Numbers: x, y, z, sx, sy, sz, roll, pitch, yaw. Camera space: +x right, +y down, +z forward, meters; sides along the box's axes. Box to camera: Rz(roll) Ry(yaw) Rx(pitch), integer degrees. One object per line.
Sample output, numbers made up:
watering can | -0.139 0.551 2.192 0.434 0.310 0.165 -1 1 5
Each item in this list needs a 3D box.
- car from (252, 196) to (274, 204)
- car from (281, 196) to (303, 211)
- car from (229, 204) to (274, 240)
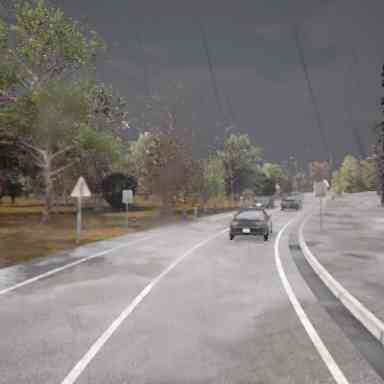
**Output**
car | 8.430 1.251 39.317 2.128 1.511 4.902 -2 1 25
car | 11.030 1.179 36.688 2.128 1.511 4.902 -2 1 24
car | 3.084 1.562 17.113 1.812 1.442 4.674 -1 0 16
